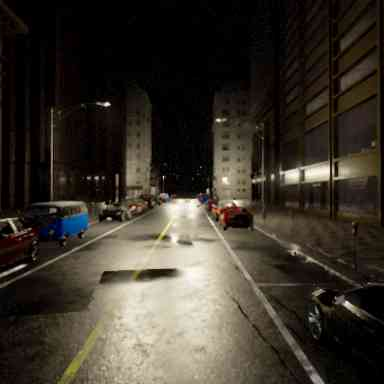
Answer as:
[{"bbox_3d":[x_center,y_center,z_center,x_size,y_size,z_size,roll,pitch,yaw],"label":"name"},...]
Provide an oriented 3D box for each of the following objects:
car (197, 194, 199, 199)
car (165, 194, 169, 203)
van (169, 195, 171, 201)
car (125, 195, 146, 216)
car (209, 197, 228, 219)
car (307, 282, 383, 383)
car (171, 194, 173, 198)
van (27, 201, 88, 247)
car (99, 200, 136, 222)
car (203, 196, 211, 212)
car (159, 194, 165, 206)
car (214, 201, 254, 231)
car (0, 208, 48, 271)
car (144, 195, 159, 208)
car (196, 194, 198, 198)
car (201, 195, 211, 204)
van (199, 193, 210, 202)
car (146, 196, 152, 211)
[{"bbox_3d":[2.517,1.428,65.477,1.752,1.417,4.829,1,0,0],"label":"car"},{"bbox_3d":[-6.008,1.485,65.277,1.802,1.307,4.206,1,0,0],"label":"car"},{"bbox_3d":[-6.019,1.235,70.901,1.690,1.788,3.998,1,0,0],"label":"van"},{"bbox_3d":[-5.925,1.397,31.531,1.967,1.590,4.097,1,0,0],"label":"car"},{"bbox_3d":[2.614,1.406,25.935,1.967,1.590,4.097,1,0,0],"label":"car"},{"bbox_3d":[2.668,1.562,3.437,1.947,1.339,4.313,1,0,0],"label":"car"},{"bbox_3d":[-6.035,1.429,76.526,1.887,1.381,4.507,1,0,0],"label":"car"},{"bbox_3d":[-5.882,1.322,14.658,1.690,1.788,3.998,1,0,0],"label":"van"},{"bbox_3d":[-5.912,1.531,25.907,1.947,1.339,4.313,1,0,0],"label":"car"},{"bbox_3d":[2.586,1.494,37.184,1.887,1.381,4.507,1,0,0],"label":"car"},{"bbox_3d":[-5.979,1.361,54.029,1.967,1.590,4.097,1,0,0],"label":"car"},{"bbox_3d":[2.627,1.518,20.311,1.887,1.381,4.507,1,0,0],"label":"car"},{"bbox_3d":[-5.870,1.429,9.034,1.967,1.590,4.097,1,0,0],"label":"car"},{"bbox_3d":[-5.950,1.255,42.780,2.192,1.841,5.009,1,0,0],"label":"car"},{"bbox_3d":[2.507,1.209,70.932,2.192,1.841,5.009,1,0,0],"label":"car"},{"bbox_3d":[2.572,1.491,42.809,2.008,1.369,4.403,1,0,0],"label":"car"},{"bbox_3d":[2.534,1.254,59.682,1.690,1.788,3.998,1,0,0],"label":"van"},{"bbox_3d":[-5.939,1.474,36.986,1.752,1.417,4.829,1,0,0],"label":"car"}]
